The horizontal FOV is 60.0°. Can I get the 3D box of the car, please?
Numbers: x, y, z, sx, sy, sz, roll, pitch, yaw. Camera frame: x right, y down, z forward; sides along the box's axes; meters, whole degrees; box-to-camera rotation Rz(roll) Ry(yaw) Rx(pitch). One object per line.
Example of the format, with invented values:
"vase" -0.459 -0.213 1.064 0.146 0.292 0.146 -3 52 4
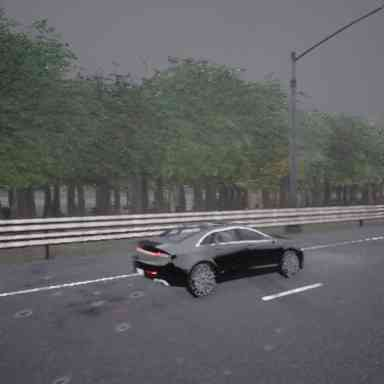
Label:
"car" 0.857 1.525 8.610 4.902 1.511 2.128 0 0 -35
